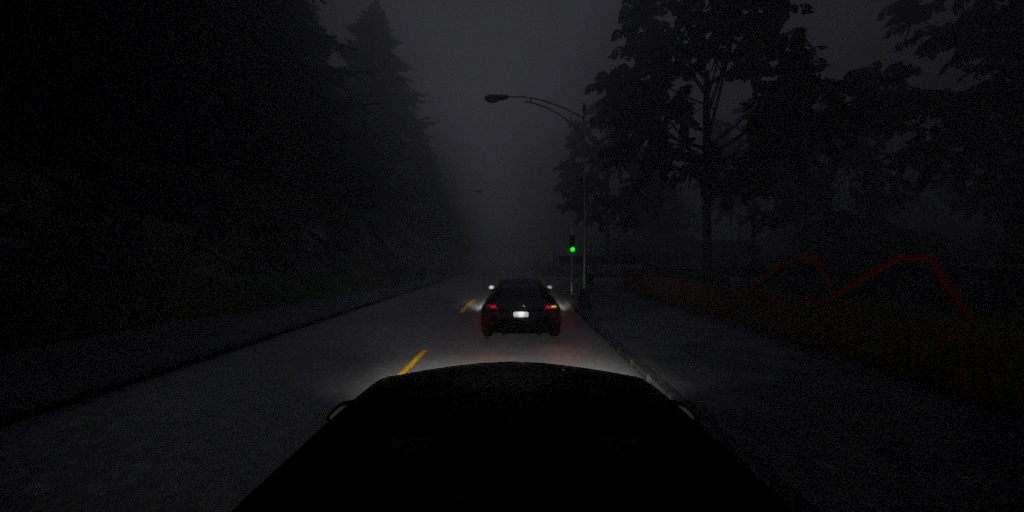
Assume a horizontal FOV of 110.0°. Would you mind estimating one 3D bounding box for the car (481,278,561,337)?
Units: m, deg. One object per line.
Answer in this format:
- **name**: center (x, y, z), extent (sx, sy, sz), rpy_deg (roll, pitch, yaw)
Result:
- **car**: center (0.244, 1.318, 10.294), extent (1.994, 1.385, 4.181), rpy_deg (0, 0, 1)
